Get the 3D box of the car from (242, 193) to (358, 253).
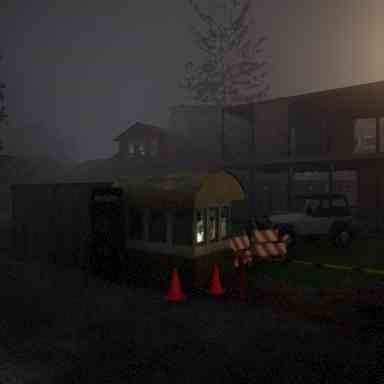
[{"bbox_3d":[3.870,0.983,11.707,3.866,1.878,1.905,0,0,-19],"label":"car"}]
